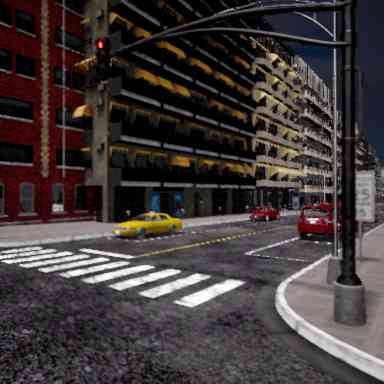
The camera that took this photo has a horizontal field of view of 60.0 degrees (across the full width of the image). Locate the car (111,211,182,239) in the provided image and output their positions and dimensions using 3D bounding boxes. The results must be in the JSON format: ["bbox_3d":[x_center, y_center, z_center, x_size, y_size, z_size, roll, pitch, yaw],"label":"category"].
[{"bbox_3d":[-2.513,1.827,19.354,1.752,1.417,4.829,-1,-2,35],"label":"car"}]

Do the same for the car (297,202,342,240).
[{"bbox_3d":[7.705,1.709,19.399,2.192,1.841,5.009,-1,-2,35],"label":"car"}]

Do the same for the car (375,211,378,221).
[{"bbox_3d":[17.455,2.282,33.308,1.802,1.307,4.206,-1,-2,35],"label":"car"}]

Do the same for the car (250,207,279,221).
[{"bbox_3d":[7.334,2.158,33.409,1.887,1.381,4.507,-1,-2,35],"label":"car"}]

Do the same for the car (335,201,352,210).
[{"bbox_3d":[30.078,2.634,65.885,2.192,1.841,5.009,-1,-2,35],"label":"car"}]

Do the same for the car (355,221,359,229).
[{"bbox_3d":[10.956,2.041,24.032,1.887,1.381,4.507,-1,-2,35],"label":"car"}]
